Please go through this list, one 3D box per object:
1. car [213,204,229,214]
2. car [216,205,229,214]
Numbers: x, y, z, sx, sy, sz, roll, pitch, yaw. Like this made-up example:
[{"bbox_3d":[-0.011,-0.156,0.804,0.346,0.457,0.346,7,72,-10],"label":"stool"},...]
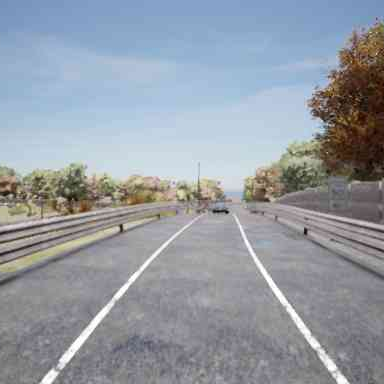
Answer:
[{"bbox_3d":[3.857,2.268,45.340,1.994,1.385,4.181,0,-3,7],"label":"car"},{"bbox_3d":[5.101,2.876,55.372,1.994,1.385,4.181,0,-4,8],"label":"car"}]
